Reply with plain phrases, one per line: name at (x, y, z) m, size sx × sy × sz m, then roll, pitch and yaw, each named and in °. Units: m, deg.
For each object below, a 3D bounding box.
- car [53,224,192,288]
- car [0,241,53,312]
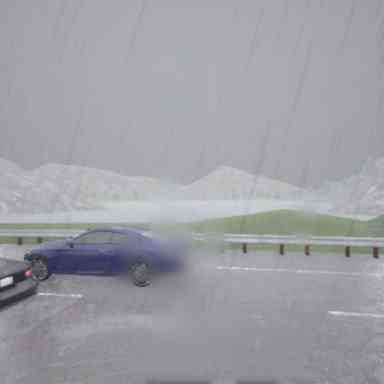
car at (-2.327, 1.636, 9.231) m, size 4.674 × 1.442 × 1.812 m, roll 0°, pitch -1°, yaw 12°
car at (-5.731, 1.644, 6.351) m, size 5.357 × 1.411 × 2.033 m, roll 0°, pitch -1°, yaw 11°
